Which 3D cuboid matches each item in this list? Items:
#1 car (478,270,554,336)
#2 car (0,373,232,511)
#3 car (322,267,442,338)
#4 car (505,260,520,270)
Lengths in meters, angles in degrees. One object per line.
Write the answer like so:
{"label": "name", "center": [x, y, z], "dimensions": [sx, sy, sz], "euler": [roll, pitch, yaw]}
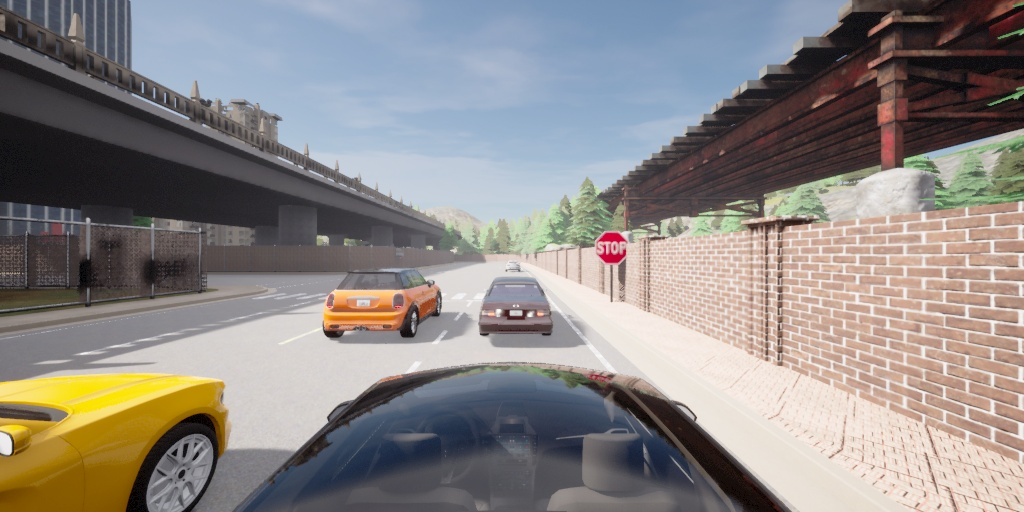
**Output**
{"label": "car", "center": [0.088, 1.297, 10.369], "dimensions": [2.033, 1.411, 5.357], "euler": [0, 0, 0]}
{"label": "car", "center": [-3.397, 1.228, 1.092], "dimensions": [1.882, 1.535, 5.008], "euler": [0, 0, 0]}
{"label": "car", "center": [-3.413, 1.102, 10.350], "dimensions": [2.097, 1.767, 4.553], "euler": [0, 0, 0]}
{"label": "car", "center": [0.113, 1.276, 46.246], "dimensions": [1.812, 1.442, 4.674], "euler": [0, 0, -1]}
